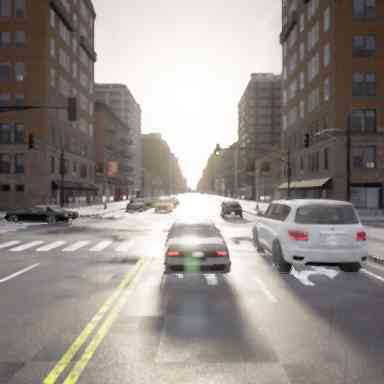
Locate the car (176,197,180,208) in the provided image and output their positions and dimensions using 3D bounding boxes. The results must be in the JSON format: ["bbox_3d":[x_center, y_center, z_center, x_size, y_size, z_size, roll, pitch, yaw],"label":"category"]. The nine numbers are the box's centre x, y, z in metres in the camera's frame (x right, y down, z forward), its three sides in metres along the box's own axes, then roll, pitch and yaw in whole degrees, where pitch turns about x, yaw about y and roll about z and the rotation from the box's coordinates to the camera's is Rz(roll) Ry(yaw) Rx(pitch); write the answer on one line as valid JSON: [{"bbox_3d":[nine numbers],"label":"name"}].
[{"bbox_3d":[-3.139,1.587,47.408,1.994,1.385,4.181,0,0,0],"label":"car"}]

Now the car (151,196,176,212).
[{"bbox_3d":[-3.182,1.497,38.455,1.882,1.535,5.008,0,0,0],"label":"car"}]

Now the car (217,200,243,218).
[{"bbox_3d":[3.490,1.530,30.651,1.837,1.490,4.892,0,0,0],"label":"car"}]

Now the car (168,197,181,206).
[{"bbox_3d":[-3.023,1.574,57.958,2.033,1.411,5.357,0,0,0],"label":"car"}]

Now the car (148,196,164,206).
[{"bbox_3d":[-6.272,1.514,58.299,2.128,1.511,4.902,0,0,0],"label":"car"}]

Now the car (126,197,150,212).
[{"bbox_3d":[-6.430,1.520,38.701,1.837,1.490,4.892,0,0,0],"label":"car"}]

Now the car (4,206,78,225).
[{"bbox_3d":[-10.651,1.609,23.526,4.718,1.301,1.895,0,0,10],"label":"car"}]

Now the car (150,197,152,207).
[{"bbox_3d":[-6.380,1.497,48.186,1.882,1.535,5.008,0,0,0],"label":"car"}]

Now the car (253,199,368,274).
[{"bbox_3d":[3.450,1.235,10.773,2.150,2.045,5.566,0,0,0],"label":"car"}]

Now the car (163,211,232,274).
[{"bbox_3d":[0.035,1.555,10.558,2.033,1.411,5.357,0,0,-2],"label":"car"}]
